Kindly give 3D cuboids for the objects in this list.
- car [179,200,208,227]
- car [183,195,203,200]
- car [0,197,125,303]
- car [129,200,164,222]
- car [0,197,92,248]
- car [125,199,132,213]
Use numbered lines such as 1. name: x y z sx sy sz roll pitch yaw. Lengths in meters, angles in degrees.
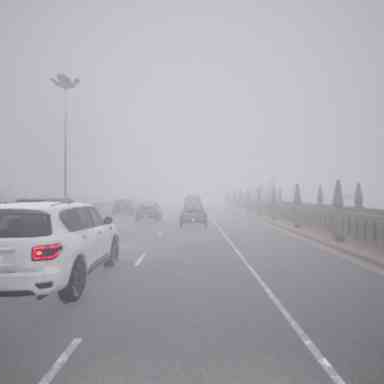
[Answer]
1. car: 0.100 1.567 23.201 2.128 1.511 4.902 0 0 0
2. car: 0.099 1.358 40.618 2.150 2.045 5.566 0 0 0
3. car: -3.412 1.250 8.414 2.150 2.045 5.566 0 0 0
4. car: -3.400 1.581 26.947 2.128 1.511 4.902 0 0 0
5. car: -6.888 1.276 16.503 2.150 2.045 5.566 0 0 0
6. car: -6.900 1.467 34.790 2.097 1.767 4.553 0 0 0
